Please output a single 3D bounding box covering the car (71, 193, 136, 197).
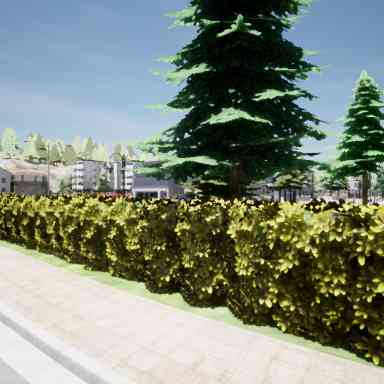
[{"bbox_3d":[-8.090,1.221,31.073,2.150,2.045,5.566,0,0,44],"label":"car"}]

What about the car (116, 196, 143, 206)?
[{"bbox_3d":[-10.068,1.384,53.349,1.970,1.475,3.806,0,0,44],"label":"car"}]

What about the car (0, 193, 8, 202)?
[{"bbox_3d":[-41.776,1.097,70.250,1.932,1.855,4.605,0,0,44],"label":"car"}]

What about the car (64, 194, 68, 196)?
[{"bbox_3d":[-27.333,1.154,80.420,2.152,1.636,5.027,0,0,44],"label":"car"}]

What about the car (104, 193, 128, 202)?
[{"bbox_3d":[-15.867,1.097,69.687,1.932,1.855,4.605,0,0,44],"label":"car"}]

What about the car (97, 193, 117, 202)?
[{"bbox_3d":[-18.225,1.077,71.435,1.905,1.878,3.866,0,0,44],"label":"car"}]
